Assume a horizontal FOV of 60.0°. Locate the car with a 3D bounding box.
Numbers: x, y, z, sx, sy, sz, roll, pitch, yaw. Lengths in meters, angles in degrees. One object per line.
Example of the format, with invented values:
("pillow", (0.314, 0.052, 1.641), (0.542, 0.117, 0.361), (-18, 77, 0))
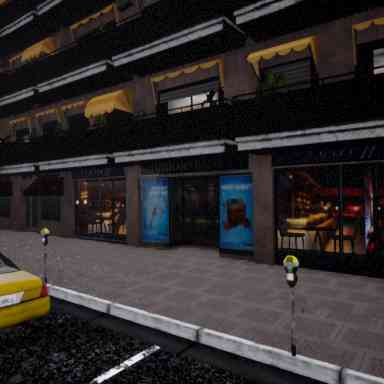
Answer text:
("car", (-4.552, 1.527, 6.127), (4.829, 1.417, 1.752), (0, -1, 35))
